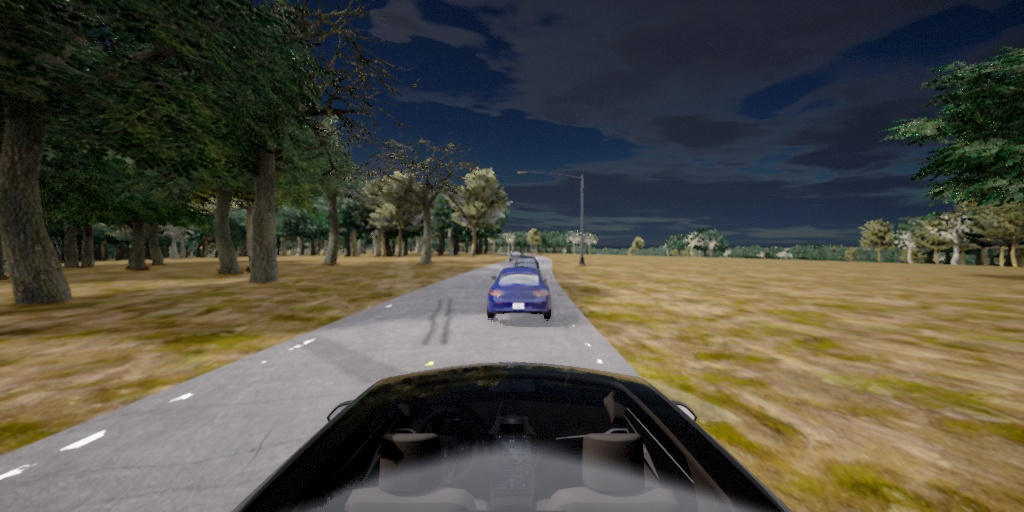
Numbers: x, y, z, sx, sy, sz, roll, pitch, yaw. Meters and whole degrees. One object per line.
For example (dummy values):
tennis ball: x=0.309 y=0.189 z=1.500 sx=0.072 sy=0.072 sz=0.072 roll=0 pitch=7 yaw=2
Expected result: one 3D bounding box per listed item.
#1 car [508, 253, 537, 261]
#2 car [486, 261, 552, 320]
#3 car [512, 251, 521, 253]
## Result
car: x=1.069 y=0.723 z=25.983 sx=2.033 sy=1.411 sz=5.357 roll=0 pitch=1 yaw=5
car: x=0.266 y=1.053 z=11.448 sx=1.812 sy=1.442 sz=4.674 roll=0 pitch=1 yaw=3
car: x=0.619 y=0.077 z=51.701 sx=1.812 sy=1.442 sz=4.674 roll=0 pitch=2 yaw=6
